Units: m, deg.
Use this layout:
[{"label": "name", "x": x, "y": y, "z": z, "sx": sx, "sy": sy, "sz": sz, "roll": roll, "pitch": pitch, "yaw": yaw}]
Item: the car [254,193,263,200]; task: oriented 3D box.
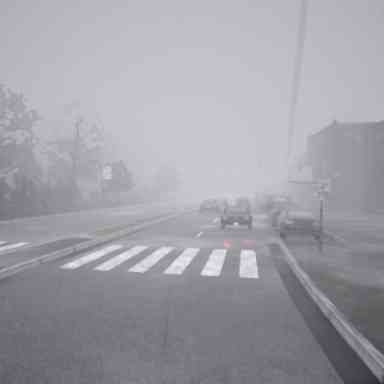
[{"label": "car", "x": 17.491, "y": 1.098, "z": 87.778, "sx": 2.185, "sy": 1.767, "sz": 4.553, "roll": 1, "pitch": 0, "yaw": 10}]

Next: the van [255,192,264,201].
[{"label": "van", "x": 15.644, "y": 1.035, "z": 77.033, "sx": 1.878, "sy": 1.987, "sz": 4.442, "roll": 1, "pitch": 0, "yaw": 10}]

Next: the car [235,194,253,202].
[{"label": "car", "x": 7.076, "y": 1.351, "z": 45.957, "sx": 1.837, "sy": 1.490, "sz": 4.892, "roll": 1, "pitch": 0, "yaw": 10}]

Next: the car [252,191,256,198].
[{"label": "car", "x": 13.735, "y": 1.048, "z": 65.932, "sx": 2.435, "sy": 2.045, "sz": 5.566, "roll": 1, "pitch": 0, "yaw": 10}]

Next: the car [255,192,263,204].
[{"label": "car", "x": 10.935, "y": 1.229, "z": 49.663, "sx": 2.185, "sy": 1.767, "sz": 4.553, "roll": 1, "pitch": 0, "yaw": 10}]

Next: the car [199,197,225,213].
[{"label": "car", "x": 2.010, "y": 1.405, "z": 35.391, "sx": 1.994, "sy": 1.385, "sz": 4.181, "roll": 1, "pitch": 0, "yaw": 10}]

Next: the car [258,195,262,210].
[{"label": "car", "x": 9.043, "y": 1.433, "z": 38.678, "sx": 2.002, "sy": 1.452, "sz": 4.674, "roll": 1, "pitch": 0, "yaw": 10}]

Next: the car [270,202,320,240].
[{"label": "car", "x": 5.324, "y": 1.509, "z": 16.955, "sx": 2.002, "sy": 1.452, "sz": 4.674, "roll": 2, "pitch": 1, "yaw": 10}]

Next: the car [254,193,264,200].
[{"label": "car", "x": 16.555, "y": 1.117, "z": 82.333, "sx": 2.185, "sy": 1.767, "sz": 4.553, "roll": 1, "pitch": 0, "yaw": 10}]

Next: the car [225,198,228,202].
[{"label": "car", "x": 4.089, "y": 1.400, "z": 47.491, "sx": 1.895, "sy": 1.301, "sz": 4.718, "roll": 1, "pitch": 0, "yaw": 10}]

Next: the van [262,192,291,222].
[{"label": "van", "x": 7.193, "y": 1.204, "z": 27.903, "sx": 1.878, "sy": 1.987, "sz": 4.442, "roll": 1, "pitch": 0, "yaw": 10}]

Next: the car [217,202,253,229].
[{"label": "car", "x": 2.903, "y": 1.534, "z": 21.323, "sx": 1.895, "sy": 1.301, "sz": 4.718, "roll": 1, "pitch": 0, "yaw": 10}]
